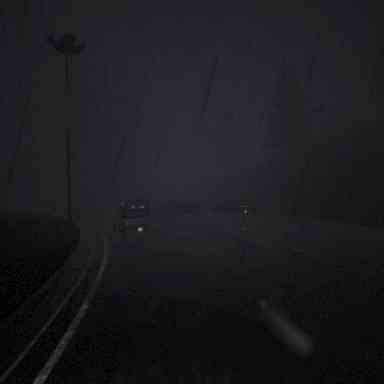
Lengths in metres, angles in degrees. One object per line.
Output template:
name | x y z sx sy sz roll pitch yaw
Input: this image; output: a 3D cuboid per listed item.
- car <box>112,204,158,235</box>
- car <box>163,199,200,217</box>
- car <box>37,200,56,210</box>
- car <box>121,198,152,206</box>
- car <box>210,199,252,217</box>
car | -3.430 1.627 19.057 1.895 1.301 4.718 -1 0 -21
car | -1.055 1.439 31.215 1.882 1.535 5.008 0 0 -29
car | -21.437 1.851 48.970 1.994 1.385 4.181 -1 0 -35
car | -5.303 1.390 30.563 2.097 1.767 4.553 -1 0 -29
car | 3.420 1.390 30.076 1.837 1.490 4.892 0 -1 -26
